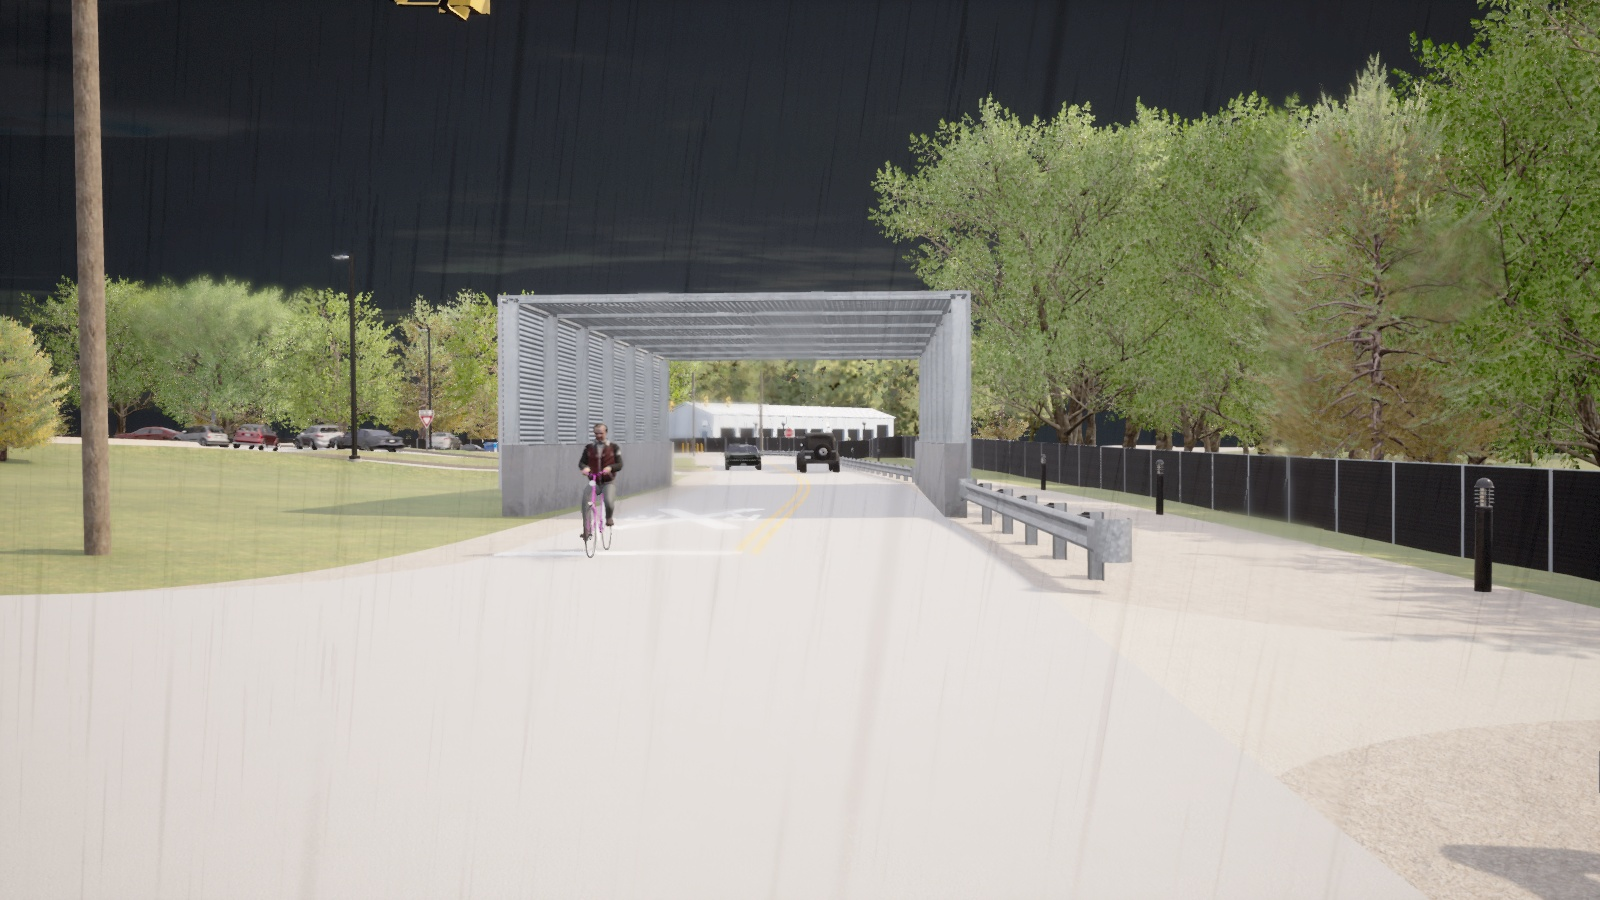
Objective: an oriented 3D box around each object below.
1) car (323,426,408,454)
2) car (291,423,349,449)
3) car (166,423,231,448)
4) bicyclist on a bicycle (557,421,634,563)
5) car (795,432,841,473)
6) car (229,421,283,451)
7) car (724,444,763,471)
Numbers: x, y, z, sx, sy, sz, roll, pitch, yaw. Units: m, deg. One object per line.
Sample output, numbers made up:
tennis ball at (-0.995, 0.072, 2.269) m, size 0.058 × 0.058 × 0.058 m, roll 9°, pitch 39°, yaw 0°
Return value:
car at (-25.468, -0.595, 73.524) m, size 5.357 × 1.411 × 2.033 m, roll 3°, pitch 2°, yaw 37°
car at (-32.739, -0.993, 85.615) m, size 2.242 × 1.667 × 4.611 m, roll -2°, pitch 2°, yaw -40°
car at (-41.129, -0.981, 85.866) m, size 3.988 × 1.617 × 1.851 m, roll 1°, pitch -2°, yaw 27°
bicyclist on a bicycle at (-2.687, 0.519, 16.659) m, size 0.659 × 1.776 × 1.843 m, roll 0°, pitch 0°, yaw 2°
car at (0.845, 0.108, 60.346) m, size 1.905 × 1.878 × 3.866 m, roll 0°, pitch 0°, yaw -4°
car at (-32.576, -0.810, 75.288) m, size 1.789 × 1.549 × 3.705 m, roll 5°, pitch -1°, yaw -5°
car at (-2.971, 0.373, 65.129) m, size 1.895 × 1.301 × 4.718 m, roll 0°, pitch 1°, yaw -4°
